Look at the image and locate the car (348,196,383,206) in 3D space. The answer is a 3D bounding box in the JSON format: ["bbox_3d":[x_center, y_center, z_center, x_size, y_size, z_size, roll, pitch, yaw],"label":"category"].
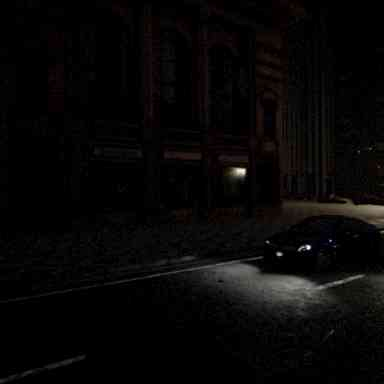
[{"bbox_3d":[23.967,1.154,44.635,1.887,1.381,4.507,-1,1,-36],"label":"car"}]

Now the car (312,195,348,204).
[{"bbox_3d":[20.774,1.092,49.058,1.752,1.417,4.829,-1,1,-36],"label":"car"}]

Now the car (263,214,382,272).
[{"bbox_3d":[4.378,1.472,10.797,4.674,1.442,1.812,0,0,-35],"label":"car"}]

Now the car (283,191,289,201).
[{"bbox_3d":[14.090,1.015,58.317,1.887,1.381,4.507,-1,1,-36],"label":"car"}]

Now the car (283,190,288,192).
[{"bbox_3d":[17.711,0.587,67.862,2.192,1.841,5.009,-1,1,-36],"label":"car"}]

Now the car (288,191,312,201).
[{"bbox_3d":[21.003,0.888,63.304,1.947,1.339,4.313,-1,1,-36],"label":"car"}]
